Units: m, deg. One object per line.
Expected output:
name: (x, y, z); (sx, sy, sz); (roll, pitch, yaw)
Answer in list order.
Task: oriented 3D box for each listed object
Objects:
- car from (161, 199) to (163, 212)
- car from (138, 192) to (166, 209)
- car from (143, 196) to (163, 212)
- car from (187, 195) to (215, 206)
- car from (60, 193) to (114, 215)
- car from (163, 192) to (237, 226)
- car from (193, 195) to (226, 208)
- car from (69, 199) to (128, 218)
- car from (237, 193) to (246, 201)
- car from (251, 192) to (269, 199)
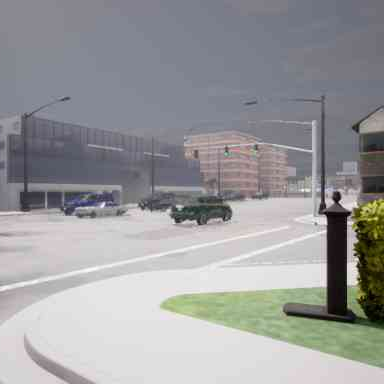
car: (-0.245, 1.464, 28.335); (1.812, 1.442, 4.674); (0, 0, 35)
car: (-4.187, 1.072, 41.384); (2.150, 2.045, 5.566); (0, 1, 36)
car: (-2.834, 1.493, 37.216); (1.895, 1.301, 4.718); (0, 1, 35)
car: (1.415, 1.247, 49.376); (1.895, 1.301, 4.718); (0, 2, 35)
car: (-10.128, 1.171, 32.910); (2.150, 2.045, 5.566); (0, 0, 35)
car: (0.751, 1.193, 23.686); (2.150, 2.045, 5.566); (0, 0, 35)
car: (2.435, 1.217, 44.733); (2.128, 1.511, 4.902); (0, 1, 35)
car: (-8.091, 1.555, 29.712); (1.895, 1.301, 4.718); (0, 0, 35)
car: (7.537, 0.901, 58.085); (2.033, 1.411, 5.357); (0, 1, 35)
car: (13.707, 0.733, 66.768); (2.033, 1.411, 5.357); (0, 0, 36)
